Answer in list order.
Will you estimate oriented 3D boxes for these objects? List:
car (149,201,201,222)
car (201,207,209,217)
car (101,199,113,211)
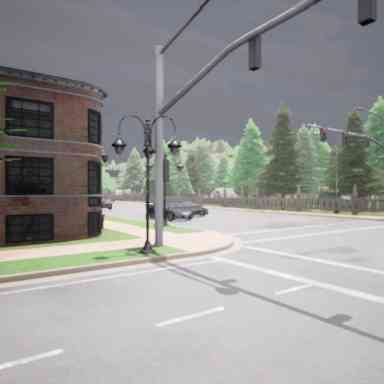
[{"bbox_3d":[-1.783,1.498,26.510,2.128,1.511,4.902,0,0,-35],"label":"car"},{"bbox_3d":[-0.678,1.557,31.027,2.033,1.411,5.357,0,0,-35],"label":"car"},{"bbox_3d":[-11.145,1.522,39.985,1.895,1.301,4.718,0,0,-35],"label":"car"}]
